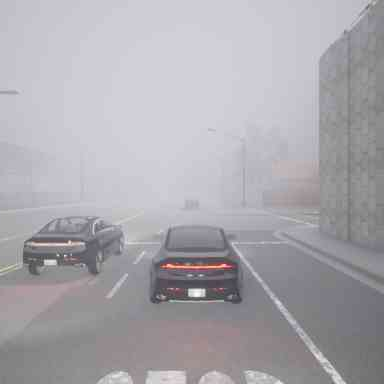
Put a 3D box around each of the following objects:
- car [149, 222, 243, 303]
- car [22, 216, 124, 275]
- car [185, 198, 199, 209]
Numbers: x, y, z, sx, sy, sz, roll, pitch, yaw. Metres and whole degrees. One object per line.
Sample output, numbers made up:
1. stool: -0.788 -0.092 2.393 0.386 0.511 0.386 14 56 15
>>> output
1. car: 0.079 1.505 8.200 1.837 1.490 4.892 0 0 0
2. car: -3.429 1.492 10.468 2.128 1.511 4.902 0 0 0
3. car: -0.022 1.492 44.190 2.128 1.511 4.902 0 0 0
